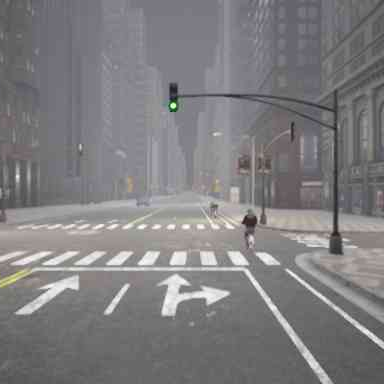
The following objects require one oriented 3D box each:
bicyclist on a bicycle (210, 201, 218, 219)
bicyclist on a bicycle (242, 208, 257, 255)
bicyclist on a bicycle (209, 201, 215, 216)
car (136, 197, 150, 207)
[{"bbox_3d":[2.254,1.725,32.510,0.659,1.776,1.843,0,0,0],"label":"bicyclist on a bicycle"},{"bbox_3d":[2.257,1.528,13.159,0.659,1.776,1.843,1,-1,0],"label":"bicyclist on a bicycle"},{"bbox_3d":[2.253,1.853,37.051,0.582,1.620,1.656,0,-1,0],"label":"bicyclist on a bicycle"},{"bbox_3d":[-9.747,1.995,66.373,2.150,2.045,5.566,0,0,0],"label":"car"}]
